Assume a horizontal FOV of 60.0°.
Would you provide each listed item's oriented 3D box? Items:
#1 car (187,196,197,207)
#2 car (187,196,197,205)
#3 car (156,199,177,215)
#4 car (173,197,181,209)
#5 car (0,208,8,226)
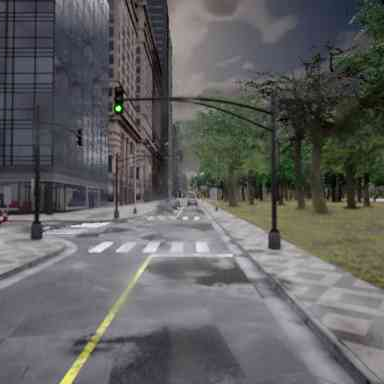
[{"bbox_3d":[0.113,2.052,64.331,2.128,1.511,4.902,0,-1,0],"label":"car"},{"bbox_3d":[0.018,1.939,78.913,2.150,2.045,5.566,0,-1,0],"label":"car"},{"bbox_3d":[-3.119,1.858,39.028,2.033,1.411,5.357,0,-1,-4],"label":"car"},{"bbox_3d":[-3.086,1.914,49.161,1.837,1.490,4.892,0,-1,0],"label":"car"},{"bbox_3d":[-14.813,1.346,21.158,5.566,2.045,2.150,0,-2,0],"label":"car"}]
